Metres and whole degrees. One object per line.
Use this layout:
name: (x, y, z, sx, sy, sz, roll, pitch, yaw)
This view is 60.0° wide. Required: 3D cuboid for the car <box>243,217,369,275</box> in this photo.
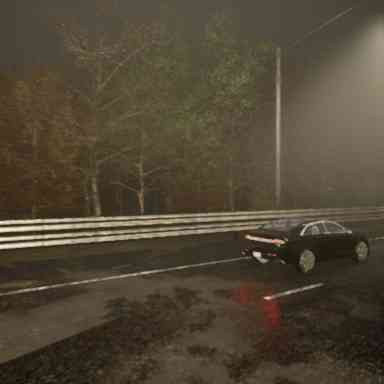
car: (3.820, 1.560, 10.740, 4.902, 1.511, 2.128, 0, 0, -35)
